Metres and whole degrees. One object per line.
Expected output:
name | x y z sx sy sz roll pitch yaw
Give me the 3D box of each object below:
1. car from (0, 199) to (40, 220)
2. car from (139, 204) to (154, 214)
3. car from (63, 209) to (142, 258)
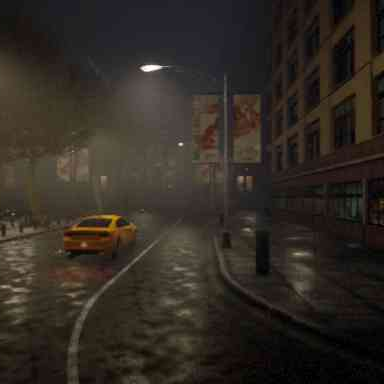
car | -17.985 1.778 34.544 2.150 2.045 5.566 0 -1 3
car | -6.330 2.393 46.635 1.895 1.301 4.718 0 -1 -4
car | -3.621 1.712 13.912 1.882 1.535 5.008 0 -1 2
